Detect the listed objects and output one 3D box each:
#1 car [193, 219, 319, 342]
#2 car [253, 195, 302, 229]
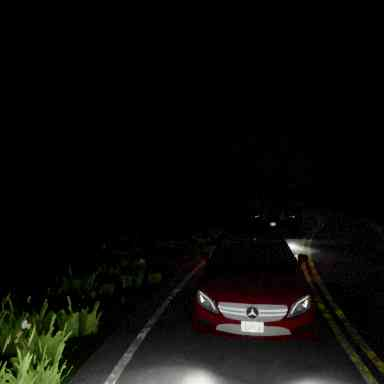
[{"bbox_3d":[1.227,1.534,6.715,1.812,1.442,4.674,-1,0,11],"label":"car"},{"bbox_3d":[4.996,1.214,18.892,2.150,2.045,5.566,-2,-1,22],"label":"car"}]
